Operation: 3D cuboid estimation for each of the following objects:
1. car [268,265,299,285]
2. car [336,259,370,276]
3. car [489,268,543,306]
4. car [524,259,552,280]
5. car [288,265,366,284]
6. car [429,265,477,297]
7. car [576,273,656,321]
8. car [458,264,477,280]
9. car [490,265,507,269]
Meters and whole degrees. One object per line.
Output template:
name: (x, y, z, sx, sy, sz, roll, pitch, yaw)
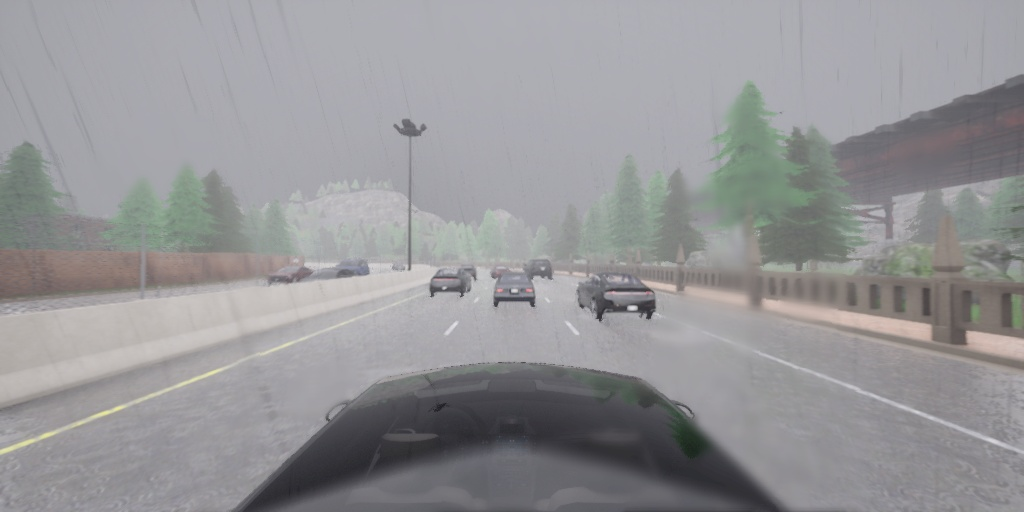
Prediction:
car: (-18.001, 1.533, 29.581, 1.882, 1.535, 5.008, 0, -1, -5)
car: (-14.889, 1.322, 33.495, 2.150, 2.045, 5.566, 0, -1, -7)
car: (0.101, 1.462, 16.782, 2.033, 1.411, 5.357, 0, -1, 0)
car: (2.540, 1.350, 36.284, 2.150, 2.045, 5.566, 0, -1, -7)
car: (-10.664, 1.466, 21.113, 1.837, 1.490, 4.892, 0, 0, -1)
car: (-3.431, 1.448, 20.547, 2.128, 1.511, 4.902, 0, -1, -1)
car: (3.600, 1.366, 13.127, 2.128, 1.511, 4.902, 0, -1, 0)
car: (-4.666, 1.643, 37.175, 1.837, 1.490, 4.892, 0, -1, -8)
car: (-1.276, 1.674, 38.077, 1.812, 1.442, 4.674, 0, -1, -8)
